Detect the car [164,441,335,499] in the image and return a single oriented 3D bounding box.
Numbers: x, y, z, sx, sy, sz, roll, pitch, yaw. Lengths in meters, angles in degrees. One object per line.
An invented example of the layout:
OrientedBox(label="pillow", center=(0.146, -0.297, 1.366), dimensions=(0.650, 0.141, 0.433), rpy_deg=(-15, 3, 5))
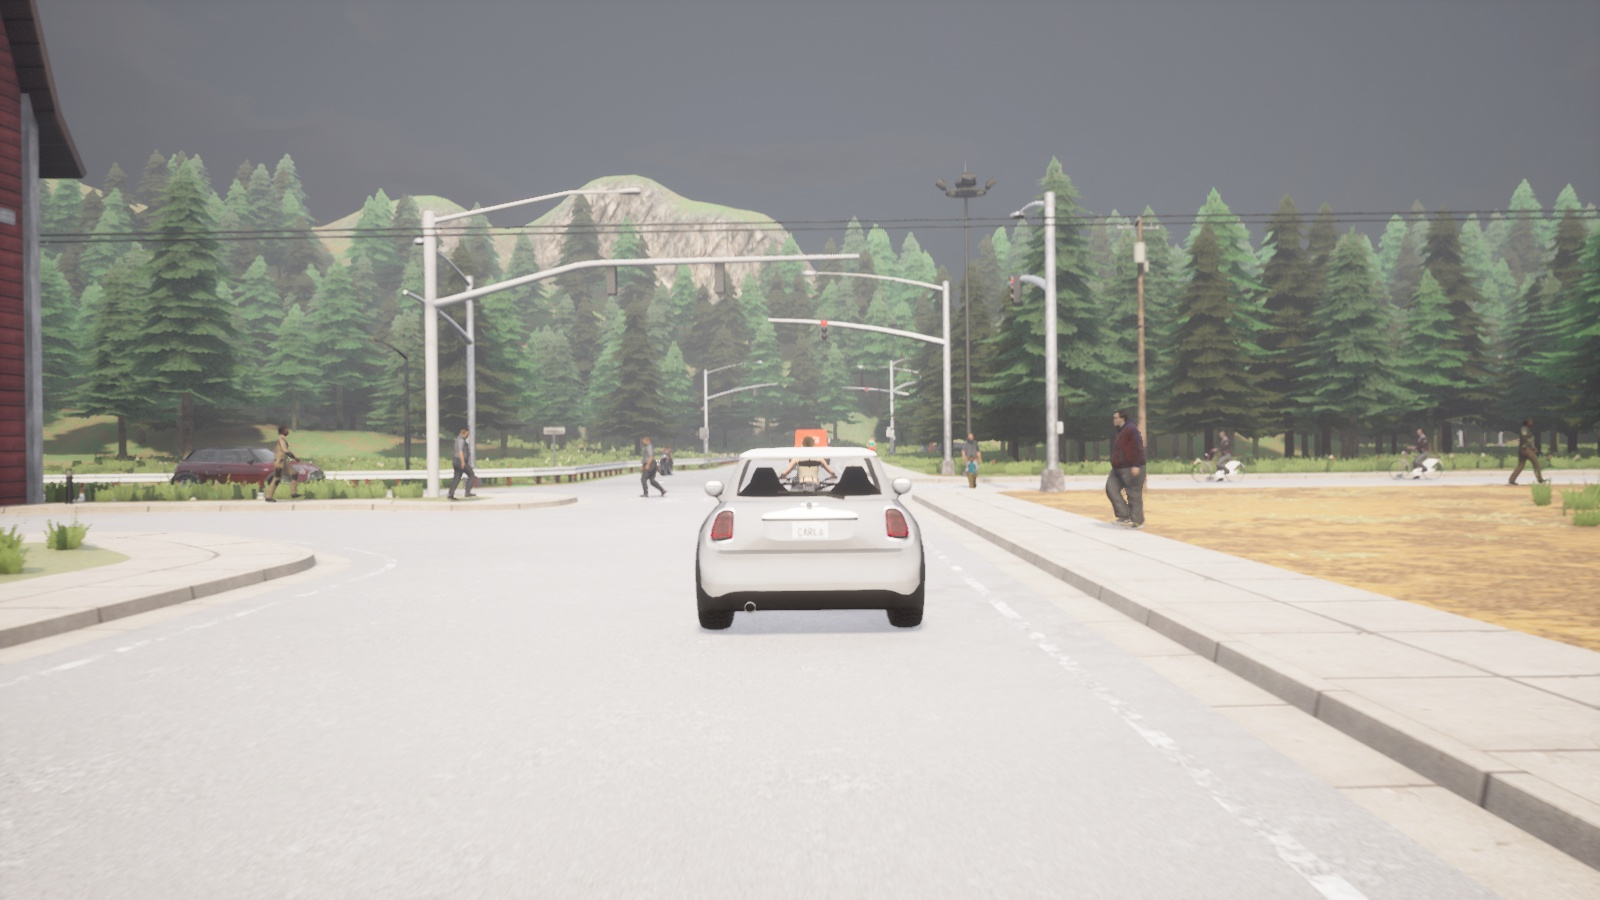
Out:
OrientedBox(label="car", center=(-17.691, 0.613, 40.489), dimensions=(4.553, 1.767, 2.097), rpy_deg=(-1, 0, 1))

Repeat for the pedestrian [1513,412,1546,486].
OrientedBox(label="pedestrian", center=(19.254, -0.020, 33.153), dimensions=(0.692, 1.930, 0.395), rpy_deg=(-1, 0, 19))

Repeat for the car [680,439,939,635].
OrientedBox(label="car", center=(0.077, 0.656, 11.543), dimensions=(1.970, 1.475, 3.806), rpy_deg=(-1, 0, 0))

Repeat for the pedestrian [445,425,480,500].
OrientedBox(label="pedestrian", center=(-8.406, 0.299, 31.260), dimensions=(0.694, 1.848, 0.540), rpy_deg=(-1, 0, -32))

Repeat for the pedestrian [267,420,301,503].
OrientedBox(label="pedestrian", center=(-12.129, 0.266, 29.520), dimensions=(0.692, 1.930, 0.396), rpy_deg=(-1, 0, -18))

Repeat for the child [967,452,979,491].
OrientedBox(label="child", center=(5.305, 0.653, 38.525), dimensions=(0.343, 1.192, 0.448), rpy_deg=(-1, 0, 12))

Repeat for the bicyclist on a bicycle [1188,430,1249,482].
OrientedBox(label="bicyclist on a bicycle", center=(14.391, 0.212, 43.200), dimensions=(1.843, 1.776, 0.659), rpy_deg=(0, 0, 1))

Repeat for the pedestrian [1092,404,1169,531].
OrientedBox(label="pedestrian", center=(4.901, 0.248, 18.658), dimensions=(0.899, 1.844, 0.634), rpy_deg=(-1, 0, -11))

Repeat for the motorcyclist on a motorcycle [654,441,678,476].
OrientedBox(label="motorcyclist on a motorcycle", center=(-6.554, 0.409, 61.451), dimensions=(0.766, 1.649, 2.350), rpy_deg=(0, 1, 4))

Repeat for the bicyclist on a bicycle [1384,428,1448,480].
OrientedBox(label="bicyclist on a bicycle", center=(21.112, 0.131, 43.034), dimensions=(1.843, 1.776, 0.659), rpy_deg=(0, 0, 1))

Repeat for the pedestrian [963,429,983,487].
OrientedBox(label="pedestrian", center=(5.607, 0.259, 40.744), dimensions=(0.540, 1.848, 0.694), rpy_deg=(-1, 0, 0))

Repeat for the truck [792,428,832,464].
OrientedBox(label="truck", center=(0.872, -0.285, 87.738), dimensions=(2.627, 2.467, 5.204), rpy_deg=(-1, 0, 2))

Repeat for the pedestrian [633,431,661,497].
OrientedBox(label="pedestrian", center=(-4.344, 0.396, 35.592), dimensions=(0.694, 1.848, 0.540), rpy_deg=(-1, 0, 0))
